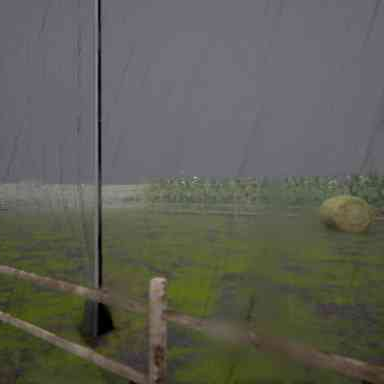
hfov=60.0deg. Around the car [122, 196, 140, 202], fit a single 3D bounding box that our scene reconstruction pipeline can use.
[{"bbox_3d":[-12.605,1.415,69.026,1.994,1.385,4.181,2,1,35],"label":"car"}]
